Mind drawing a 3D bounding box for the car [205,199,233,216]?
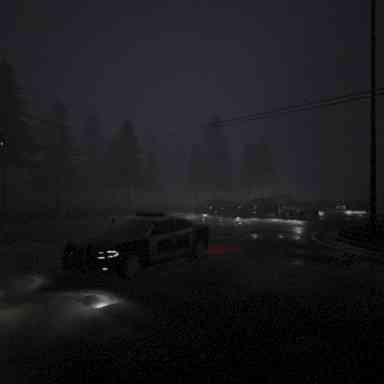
[{"bbox_3d":[3.788,1.599,33.297,1.895,1.301,4.718,0,0,43],"label":"car"}]

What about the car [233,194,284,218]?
[{"bbox_3d":[6.237,1.351,30.784,2.097,1.767,4.553,0,0,43],"label":"car"}]

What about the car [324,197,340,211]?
[{"bbox_3d":[16.118,1.600,41.064,1.895,1.301,4.718,0,0,44],"label":"car"}]

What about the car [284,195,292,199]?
[{"bbox_3d":[11.931,1.477,41.764,1.882,1.535,5.008,0,1,44],"label":"car"}]

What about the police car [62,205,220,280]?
[{"bbox_3d":[-1.406,1.425,10.241,1.930,1.638,5.238,0,0,36],"label":"police car"}]

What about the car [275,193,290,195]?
[{"bbox_3d":[12.180,1.222,47.055,2.150,2.045,5.566,0,0,44],"label":"car"}]

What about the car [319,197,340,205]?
[{"bbox_3d":[24.985,1.600,60.208,1.895,1.301,4.718,0,0,44],"label":"car"}]

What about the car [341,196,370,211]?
[{"bbox_3d":[20.108,1.563,40.153,1.994,1.385,4.181,0,0,44],"label":"car"}]

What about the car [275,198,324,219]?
[{"bbox_3d":[9.528,1.525,29.184,1.812,1.442,4.674,0,0,44],"label":"car"}]

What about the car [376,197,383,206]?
[{"bbox_3d":[30.575,1.547,55.908,2.033,1.411,5.357,0,0,45],"label":"car"}]

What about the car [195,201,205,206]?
[{"bbox_3d":[2.352,1.476,36.873,1.882,1.535,5.008,0,0,44],"label":"car"}]

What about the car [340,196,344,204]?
[{"bbox_3d":[25.710,1.476,55.958,1.882,1.535,5.008,0,0,45],"label":"car"}]
